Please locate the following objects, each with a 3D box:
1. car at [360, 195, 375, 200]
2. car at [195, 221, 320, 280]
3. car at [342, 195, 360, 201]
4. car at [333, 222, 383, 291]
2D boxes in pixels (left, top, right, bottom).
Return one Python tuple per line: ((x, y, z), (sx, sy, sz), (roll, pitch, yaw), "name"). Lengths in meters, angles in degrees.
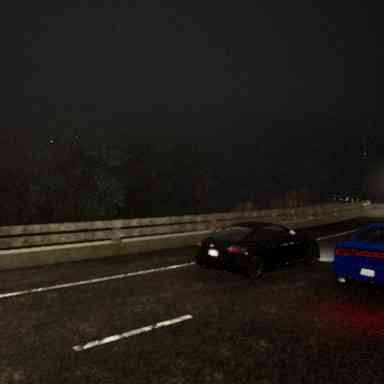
((43.529, 1.445, 84.576), (2.033, 1.411, 5.357), (0, 0, 2), "car")
((2.100, 1.584, 10.131), (4.181, 1.385, 1.994), (0, 0, -40), "car")
((40.036, 1.461, 84.799), (2.033, 1.411, 5.357), (0, 0, 2), "car")
((5.476, 1.480, 8.398), (5.008, 1.535, 1.882), (0, 0, -40), "car")
